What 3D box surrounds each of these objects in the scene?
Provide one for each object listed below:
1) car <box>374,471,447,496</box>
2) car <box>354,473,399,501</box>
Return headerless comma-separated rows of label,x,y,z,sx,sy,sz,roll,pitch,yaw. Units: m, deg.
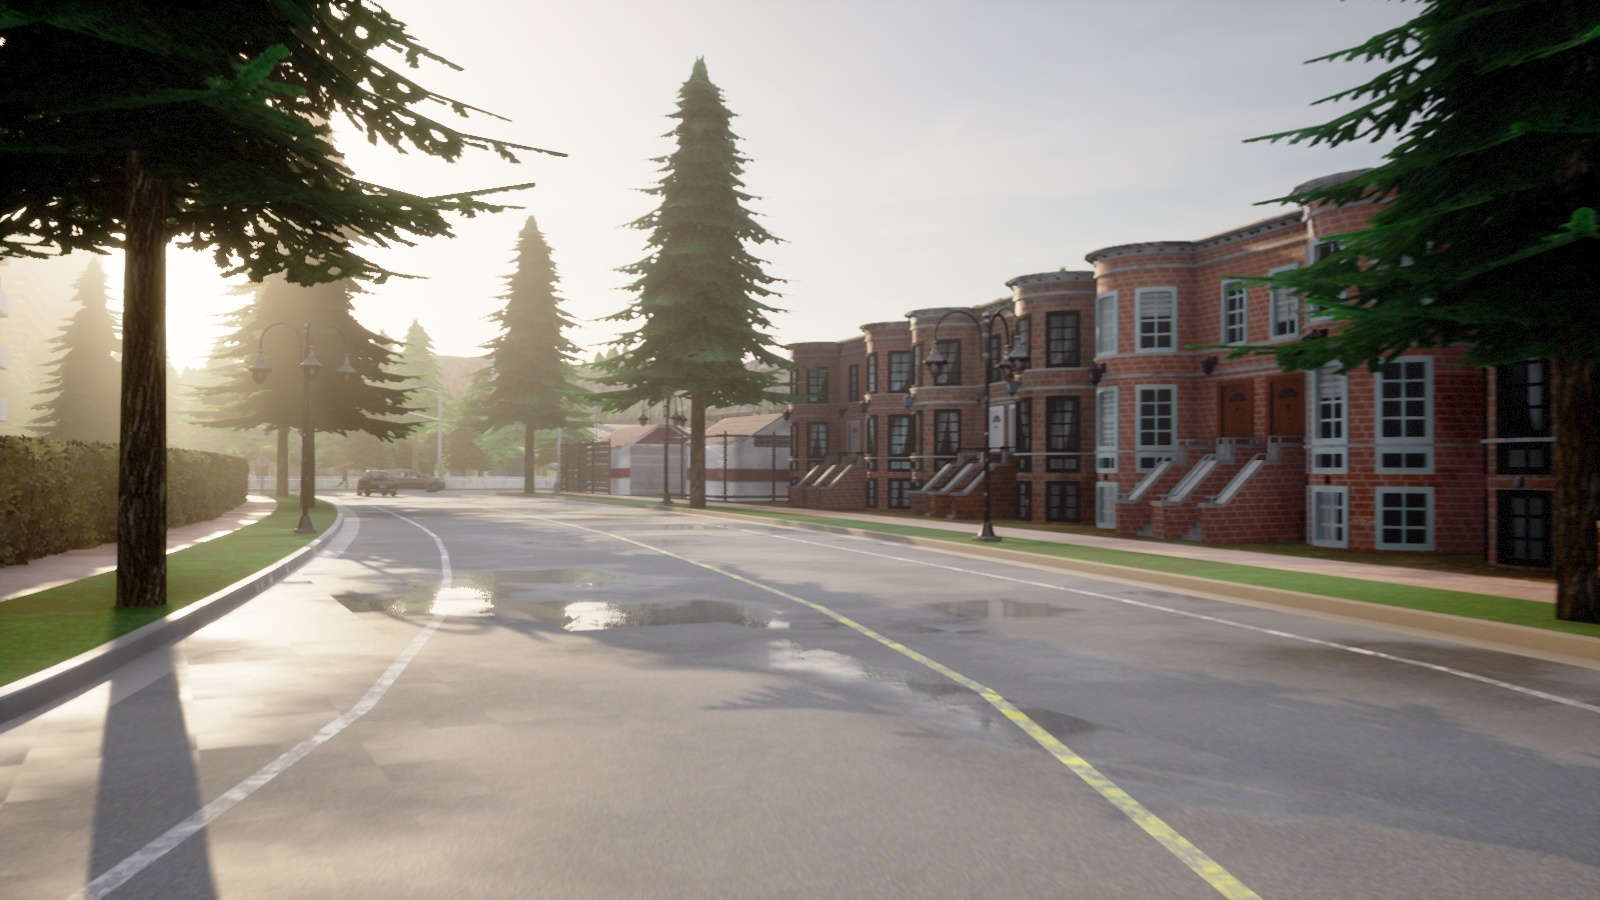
car,-27.158,2.298,87.511,4.611,1.667,2.242,0,-1,-25
car,-24.891,2.152,73.771,1.789,1.549,3.705,0,-1,-30
